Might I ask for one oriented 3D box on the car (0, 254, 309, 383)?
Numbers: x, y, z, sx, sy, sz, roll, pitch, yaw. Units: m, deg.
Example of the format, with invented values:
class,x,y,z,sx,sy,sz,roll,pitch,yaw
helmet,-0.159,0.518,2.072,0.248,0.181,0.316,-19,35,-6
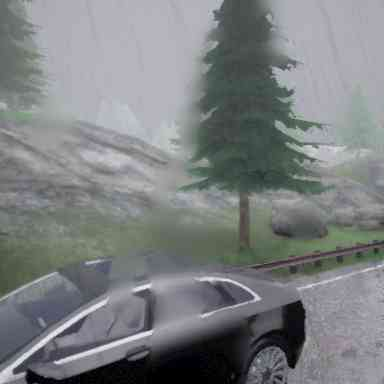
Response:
class,x,y,z,sx,sy,sz,roll,pitch,yaw
car,-0.886,1.488,3.324,4.902,1.511,2.128,0,0,-35
